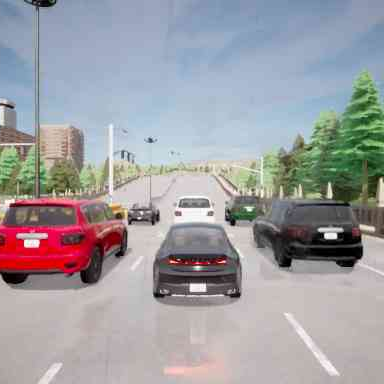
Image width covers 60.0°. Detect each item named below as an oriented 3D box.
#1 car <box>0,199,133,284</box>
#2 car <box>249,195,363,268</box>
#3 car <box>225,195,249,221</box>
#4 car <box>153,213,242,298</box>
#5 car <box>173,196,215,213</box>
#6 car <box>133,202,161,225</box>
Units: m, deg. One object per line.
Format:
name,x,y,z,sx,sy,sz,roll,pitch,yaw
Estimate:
car,-3.392,1.216,9.721,2.150,2.045,5.566,0,-1,0
car,3.614,1.224,11.375,2.150,2.045,5.566,0,0,0
car,3.610,1.221,23.571,2.150,2.045,5.566,0,0,0
car,0.109,1.505,8.512,1.837,1.490,4.892,0,0,0
car,0.115,1.221,18.808,2.150,2.045,5.566,0,0,0
car,-3.382,1.491,23.921,2.128,1.511,4.902,0,0,0
